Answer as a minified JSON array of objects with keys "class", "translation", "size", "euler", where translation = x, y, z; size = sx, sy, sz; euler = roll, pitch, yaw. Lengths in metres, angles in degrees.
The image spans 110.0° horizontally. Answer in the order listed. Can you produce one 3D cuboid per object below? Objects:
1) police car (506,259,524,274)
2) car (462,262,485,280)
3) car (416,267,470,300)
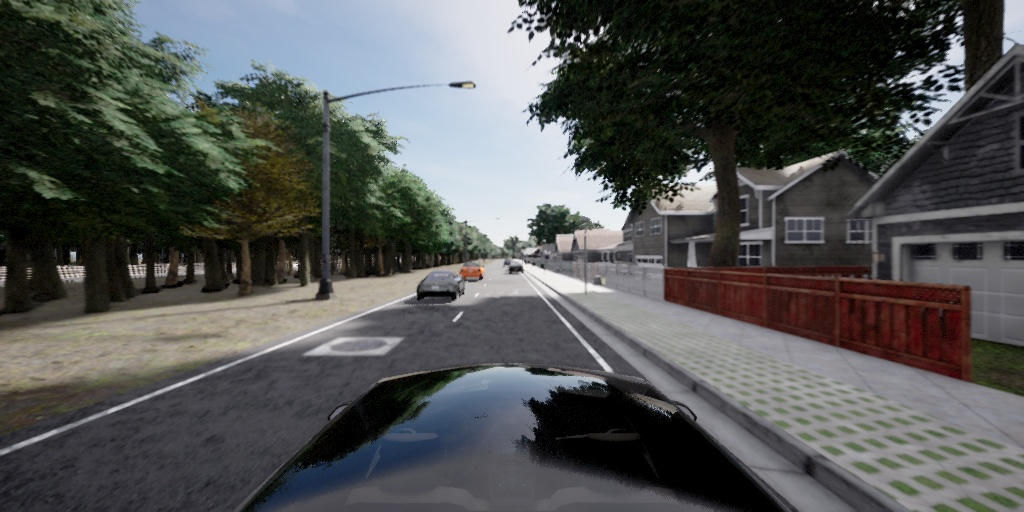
[{"class":"police car","translation":[0.551,1.534,47.950],"size":[1.930,1.638,5.238],"euler":[0,0,-1]},{"class":"car","translation":[-3.748,1.360,34.553],"size":[2.097,1.767,4.553],"euler":[0,0,-1]},{"class":"car","translation":[-3.567,1.446,18.628],"size":[1.994,1.385,4.181],"euler":[0,0,-1]}]
